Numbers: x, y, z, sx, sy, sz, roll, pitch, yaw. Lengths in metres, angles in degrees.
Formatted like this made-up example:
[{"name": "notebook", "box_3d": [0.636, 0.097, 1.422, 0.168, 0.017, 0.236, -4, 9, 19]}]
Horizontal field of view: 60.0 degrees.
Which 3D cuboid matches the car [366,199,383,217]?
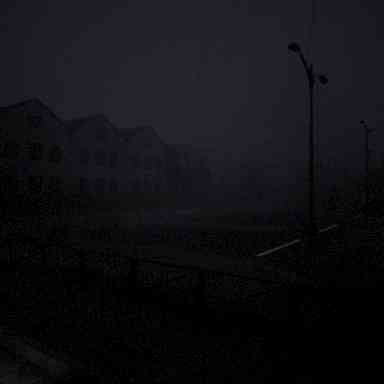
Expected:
[{"name": "car", "box_3d": [15.375, 1.298, 26.844, 2.007, 1.523, 4.514, 0, 0, 35]}]
